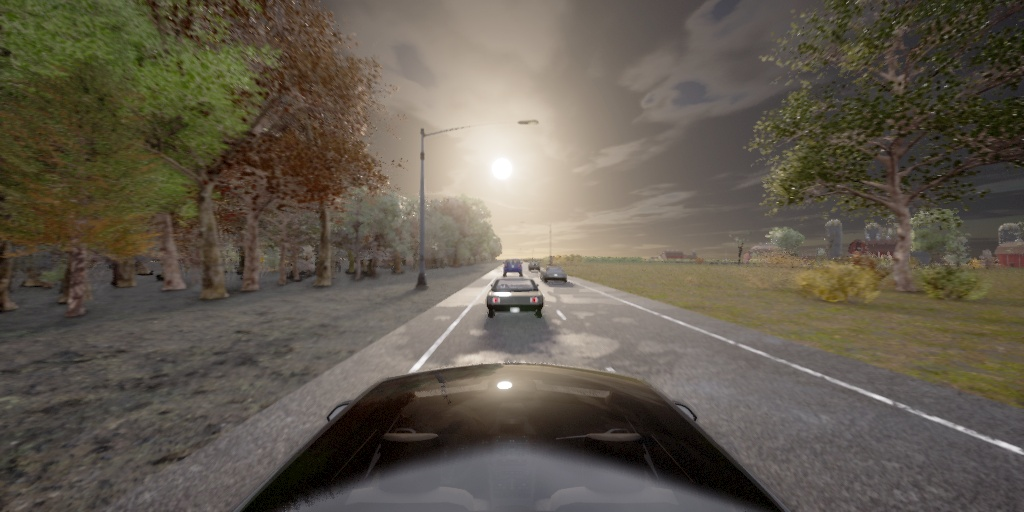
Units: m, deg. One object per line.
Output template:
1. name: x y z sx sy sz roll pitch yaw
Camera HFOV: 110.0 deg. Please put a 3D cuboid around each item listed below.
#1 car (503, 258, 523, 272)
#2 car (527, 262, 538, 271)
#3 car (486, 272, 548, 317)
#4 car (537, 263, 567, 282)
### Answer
1. car: 0.100 1.314 42.913 2.150 2.045 5.566 0 0 0
2. car: 3.598 1.724 59.030 1.837 1.490 4.892 0 0 0
3. car: 0.100 1.455 13.639 1.895 1.301 4.718 0 0 0
4. car: 3.598 1.563 31.500 1.994 1.385 4.181 0 0 0
